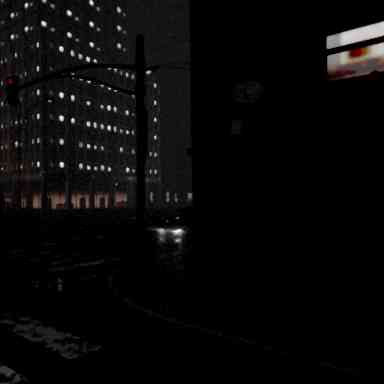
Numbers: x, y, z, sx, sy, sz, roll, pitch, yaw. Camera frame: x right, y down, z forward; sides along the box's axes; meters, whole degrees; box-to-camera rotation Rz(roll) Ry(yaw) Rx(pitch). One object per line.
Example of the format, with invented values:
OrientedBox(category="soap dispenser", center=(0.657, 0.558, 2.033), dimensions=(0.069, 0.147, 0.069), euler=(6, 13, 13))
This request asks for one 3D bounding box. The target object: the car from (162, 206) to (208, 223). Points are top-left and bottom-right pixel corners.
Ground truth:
OrientedBox(category="car", center=(-0.535, 1.987, 30.636), dimensions=(2.008, 1.369, 4.403), euler=(-2, -2, 35))

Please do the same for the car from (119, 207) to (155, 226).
OrientedBox(category="car", center=(-3.739, 1.906, 26.081), dimensions=(2.008, 1.369, 4.403), euler=(-2, -2, 35))

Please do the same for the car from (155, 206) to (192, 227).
OrientedBox(category="car", center=(-0.475, 1.882, 25.977), dimensions=(1.812, 1.442, 4.674), euler=(-1, -1, 35))
